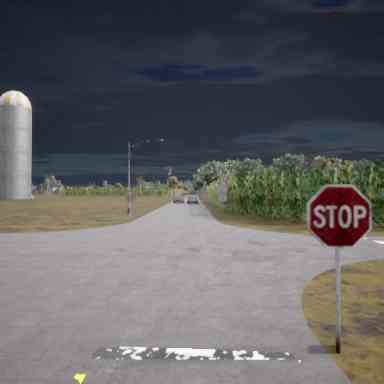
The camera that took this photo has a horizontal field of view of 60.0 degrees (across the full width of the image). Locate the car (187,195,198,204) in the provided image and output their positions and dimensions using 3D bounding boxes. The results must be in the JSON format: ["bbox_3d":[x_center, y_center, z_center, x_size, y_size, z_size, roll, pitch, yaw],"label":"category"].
[{"bbox_3d":[0.163,1.525,61.187,1.994,1.385,4.181,0,0,0],"label":"car"}]

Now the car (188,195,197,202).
[{"bbox_3d":[0.190,1.376,71.225,1.895,1.301,4.718,0,0,0],"label":"car"}]

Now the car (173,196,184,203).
[{"bbox_3d":[-2.576,1.520,65.367,1.994,1.385,4.181,0,0,0],"label":"car"}]
